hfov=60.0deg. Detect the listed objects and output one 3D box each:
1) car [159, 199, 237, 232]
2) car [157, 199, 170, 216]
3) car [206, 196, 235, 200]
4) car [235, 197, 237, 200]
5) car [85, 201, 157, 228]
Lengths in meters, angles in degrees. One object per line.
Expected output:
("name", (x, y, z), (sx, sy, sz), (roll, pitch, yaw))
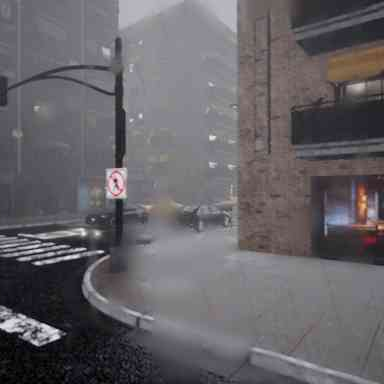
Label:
("car", (0.545, 1.338, 18.330), (2.008, 1.369, 4.403), (1, 1, 36))
("car", (-2.628, 1.262, 27.383), (1.752, 1.417, 4.829), (1, 1, 36))
("car", (1.614, 1.247, 29.036), (1.994, 1.385, 4.181), (0, 1, 37))
("car", (4.024, 1.121, 36.568), (1.752, 1.417, 4.829), (1, 1, 36))
("car", (-4.490, 1.377, 20.627), (1.994, 1.385, 4.181), (0, 1, 36))
